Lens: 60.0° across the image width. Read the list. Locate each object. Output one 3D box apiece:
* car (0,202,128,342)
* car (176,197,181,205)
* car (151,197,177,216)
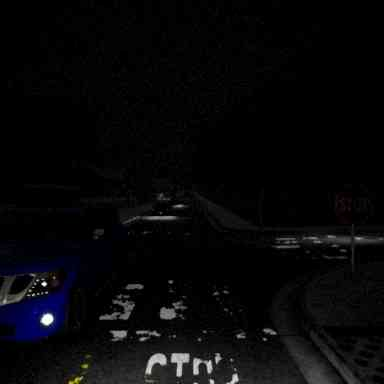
[{"bbox_3d":[-2.785,1.241,6.817,2.150,2.045,5.566,0,-1,0],"label":"car"},{"bbox_3d":[-2.878,1.515,57.142,1.895,1.301,4.718,0,0,0],"label":"car"},{"bbox_3d":[-2.826,1.534,32.664,2.033,1.411,5.357,0,0,0],"label":"car"}]
